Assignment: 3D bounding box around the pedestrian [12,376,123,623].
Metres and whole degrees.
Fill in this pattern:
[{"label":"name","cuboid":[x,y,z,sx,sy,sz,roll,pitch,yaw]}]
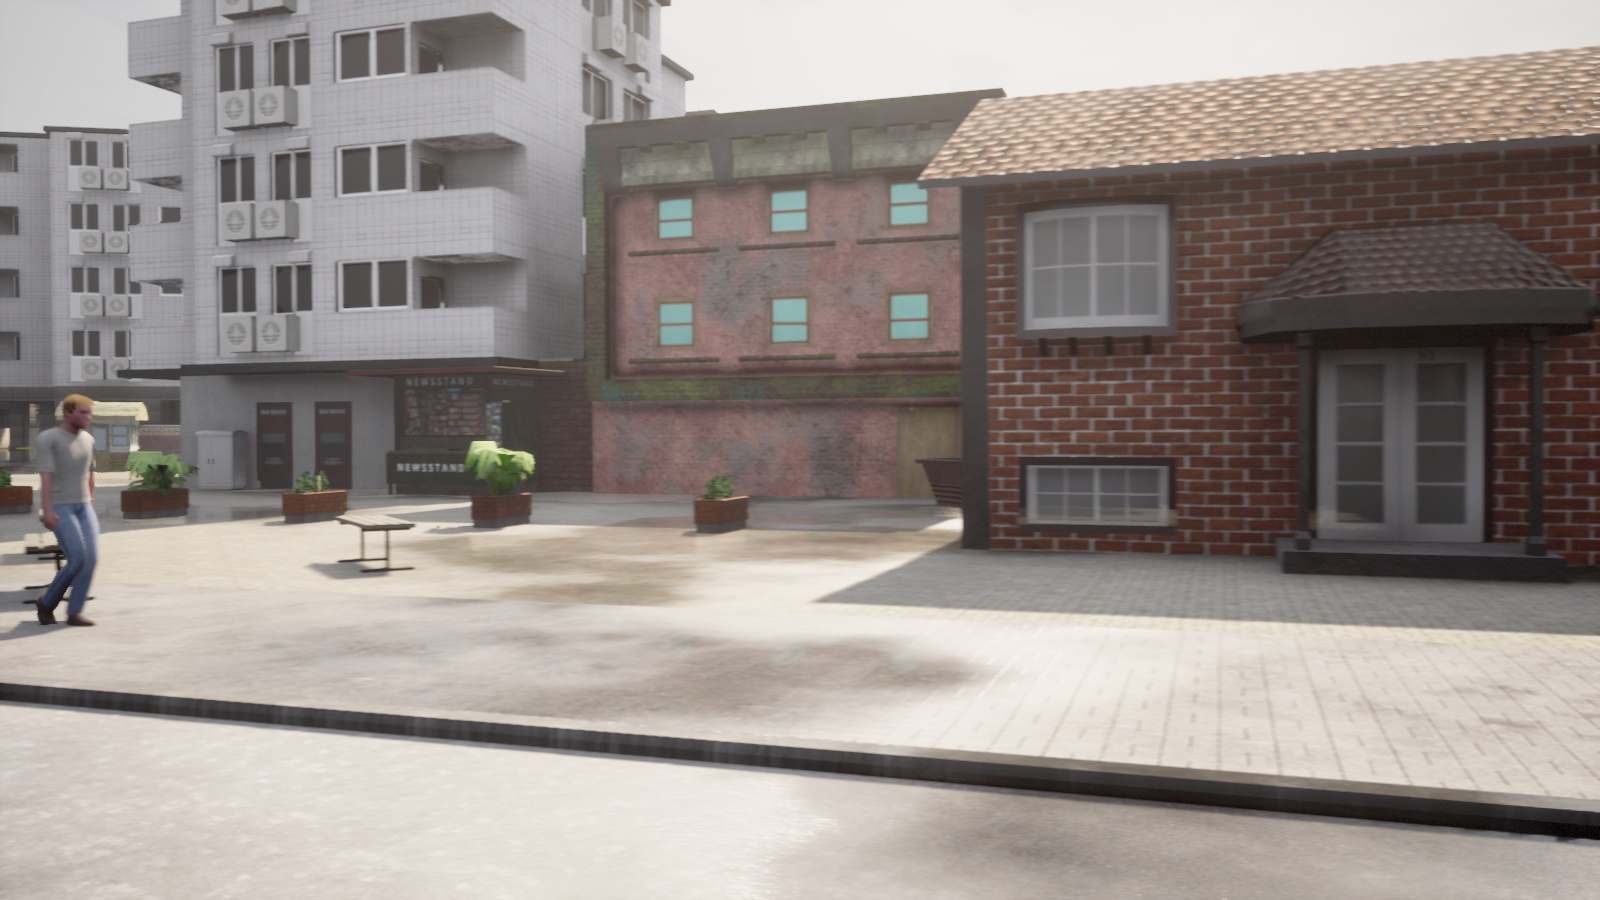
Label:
[{"label":"pedestrian","cuboid":[-5.598,0.362,9.606,0.706,1.836,0.354,1,1,19]}]
